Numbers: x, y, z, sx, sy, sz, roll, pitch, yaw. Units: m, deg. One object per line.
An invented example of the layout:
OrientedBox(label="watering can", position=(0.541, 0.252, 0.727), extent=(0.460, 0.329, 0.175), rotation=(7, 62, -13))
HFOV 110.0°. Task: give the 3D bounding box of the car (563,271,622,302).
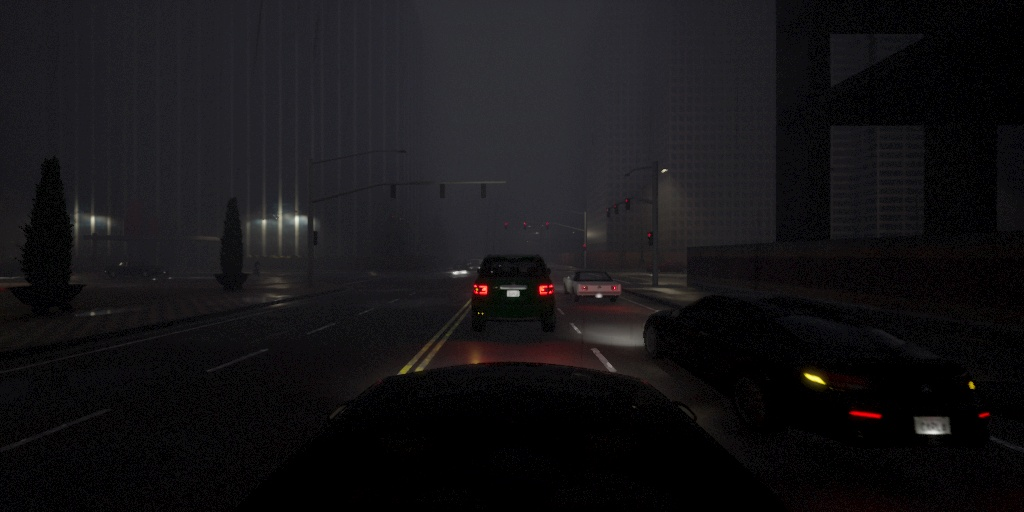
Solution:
OrientedBox(label="car", position=(3.594, 1.350, 16.975), extent=(1.895, 1.301, 4.718), rotation=(0, 0, 0))

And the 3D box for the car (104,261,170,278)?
OrientedBox(label="car", position=(-34.503, 1.240, 33.064), extent=(4.902, 1.511, 2.128), rotation=(0, 0, 0))

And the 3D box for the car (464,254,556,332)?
OrientedBox(label="car", position=(0.058, 0.971, 11.057), extent=(2.150, 2.045, 5.566), rotation=(0, 0, 1))

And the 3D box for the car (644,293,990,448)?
OrientedBox(label="car", position=(3.586, 1.275, 5.366), extent=(1.812, 1.442, 4.674), rotation=(0, 0, 0))

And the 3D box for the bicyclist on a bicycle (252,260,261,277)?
OrientedBox(label="bicyclist on a bicycle", position=(-24.643, 1.202, 34.599), extent=(0.582, 1.620, 1.656), rotation=(0, 0, -13))

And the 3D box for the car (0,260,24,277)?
OrientedBox(label="car", position=(-48.651, 1.313, 33.023), extent=(4.181, 1.385, 1.994), rotation=(0, 0, 0))

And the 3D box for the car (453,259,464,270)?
OrientedBox(label="car", position=(-7.054, 1.240, 50.194), extent=(2.128, 1.511, 4.902), rotation=(0, 0, 0))

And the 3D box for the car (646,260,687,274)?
OrientedBox(label="car", position=(17.810, 1.226, 40.723), extent=(5.008, 1.535, 1.882), rotation=(0, 0, 0))

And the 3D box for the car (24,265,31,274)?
OrientedBox(label="car", position=(-50.677, 1.313, 36.613), extent=(4.181, 1.385, 1.994), rotation=(0, 0, 3))

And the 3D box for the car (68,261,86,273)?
OrientedBox(label="car", position=(-50.686, 1.274, 40.125), extent=(4.674, 1.442, 1.812), rotation=(0, 0, 0))

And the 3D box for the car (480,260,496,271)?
OrientedBox(label="car", position=(-3.349, 1.296, 49.268), extent=(2.033, 1.411, 5.357), rotation=(0, 0, -4))
